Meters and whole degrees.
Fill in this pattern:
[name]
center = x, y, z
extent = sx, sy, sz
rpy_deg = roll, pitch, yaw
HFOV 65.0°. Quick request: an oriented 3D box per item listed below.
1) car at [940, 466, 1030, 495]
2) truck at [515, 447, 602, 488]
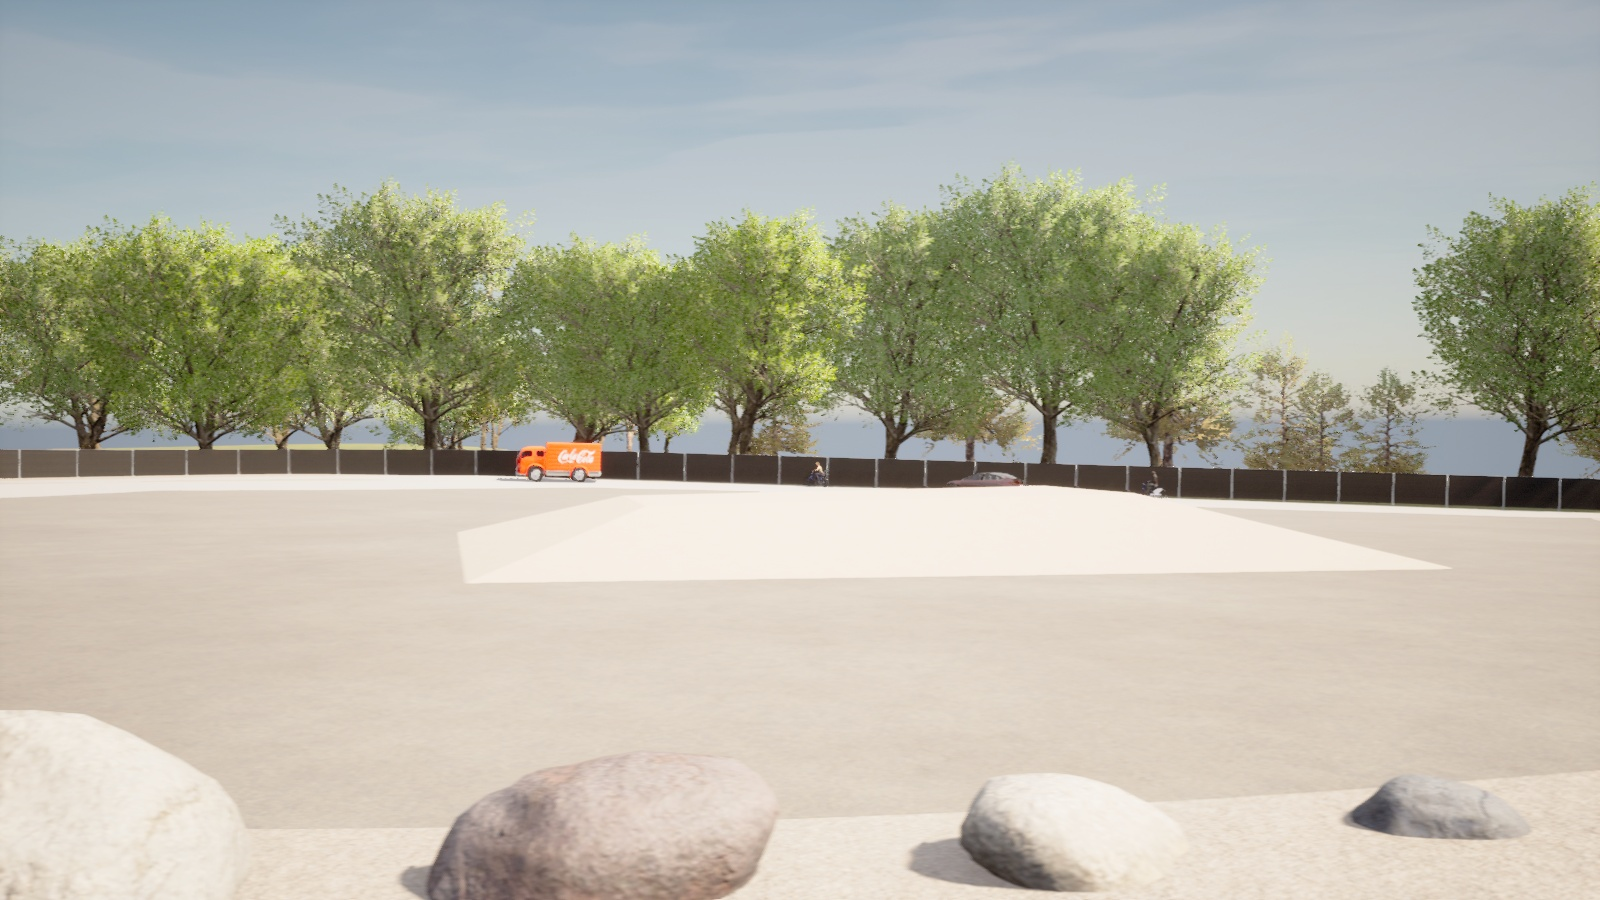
[car]
center = 10.911, 1.785, 74.072
extent = 4.792, 1.488, 2.163
rpy_deg = 1, 2, 36
[truck]
center = -15.215, 1.079, 79.049
extent = 5.204, 2.467, 2.627
rpy_deg = 0, 1, -14
